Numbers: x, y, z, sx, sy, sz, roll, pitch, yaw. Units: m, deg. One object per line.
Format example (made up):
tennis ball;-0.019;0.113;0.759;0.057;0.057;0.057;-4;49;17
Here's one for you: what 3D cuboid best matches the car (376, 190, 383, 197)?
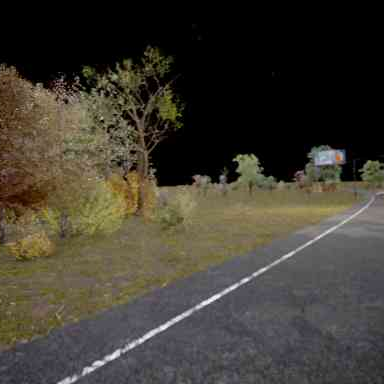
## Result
car;43.674;0.321;76.807;2.097;1.767;4.553;-2;0;28
